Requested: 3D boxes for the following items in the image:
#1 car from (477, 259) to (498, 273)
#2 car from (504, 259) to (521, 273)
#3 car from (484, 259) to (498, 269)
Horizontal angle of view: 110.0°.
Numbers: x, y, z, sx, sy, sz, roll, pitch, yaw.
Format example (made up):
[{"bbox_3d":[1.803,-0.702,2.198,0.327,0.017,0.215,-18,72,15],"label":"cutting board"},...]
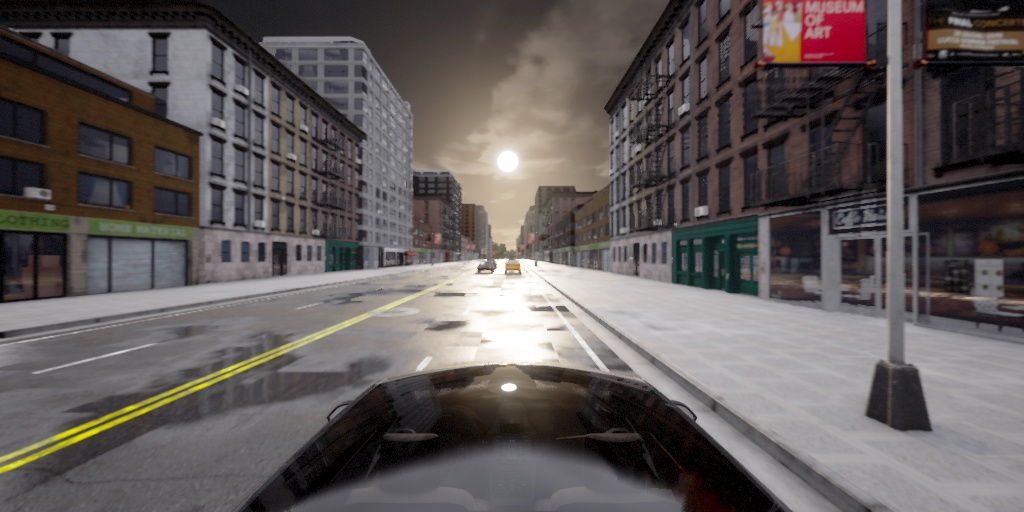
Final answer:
[{"bbox_3d":[-3.146,1.356,44.076,1.895,1.301,4.718,0,0,0],"label":"car"},{"bbox_3d":[0.103,1.232,43.523,1.882,1.535,5.008,0,0,0],"label":"car"},{"bbox_3d":[-3.246,1.266,55.969,1.837,1.490,4.892,0,0,0],"label":"car"}]
